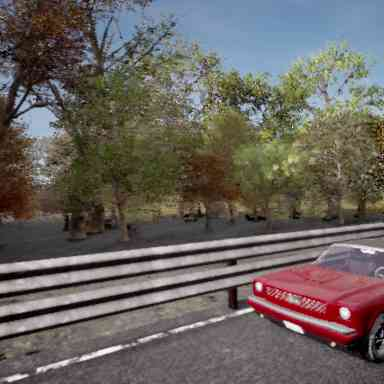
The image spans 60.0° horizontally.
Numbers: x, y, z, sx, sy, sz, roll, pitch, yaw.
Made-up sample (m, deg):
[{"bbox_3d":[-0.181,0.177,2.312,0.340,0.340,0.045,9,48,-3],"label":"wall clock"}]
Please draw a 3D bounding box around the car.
[{"bbox_3d":[3.234,1.604,5.991,4.718,1.301,1.895,0,0,-36],"label":"car"}]
